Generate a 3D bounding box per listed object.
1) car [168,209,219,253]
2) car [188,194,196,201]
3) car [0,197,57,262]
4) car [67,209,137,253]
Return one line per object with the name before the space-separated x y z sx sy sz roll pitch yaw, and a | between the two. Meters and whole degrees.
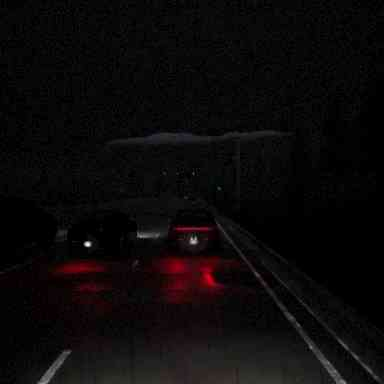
car | 0.067 1.457 13.604 2.128 1.511 4.902 0 0 0
car | 0.008 1.417 73.877 1.895 1.301 4.718 0 0 0
car | -6.942 1.189 12.085 2.150 2.045 5.566 0 0 0
car | -3.434 1.471 13.429 1.837 1.490 4.892 0 0 0
